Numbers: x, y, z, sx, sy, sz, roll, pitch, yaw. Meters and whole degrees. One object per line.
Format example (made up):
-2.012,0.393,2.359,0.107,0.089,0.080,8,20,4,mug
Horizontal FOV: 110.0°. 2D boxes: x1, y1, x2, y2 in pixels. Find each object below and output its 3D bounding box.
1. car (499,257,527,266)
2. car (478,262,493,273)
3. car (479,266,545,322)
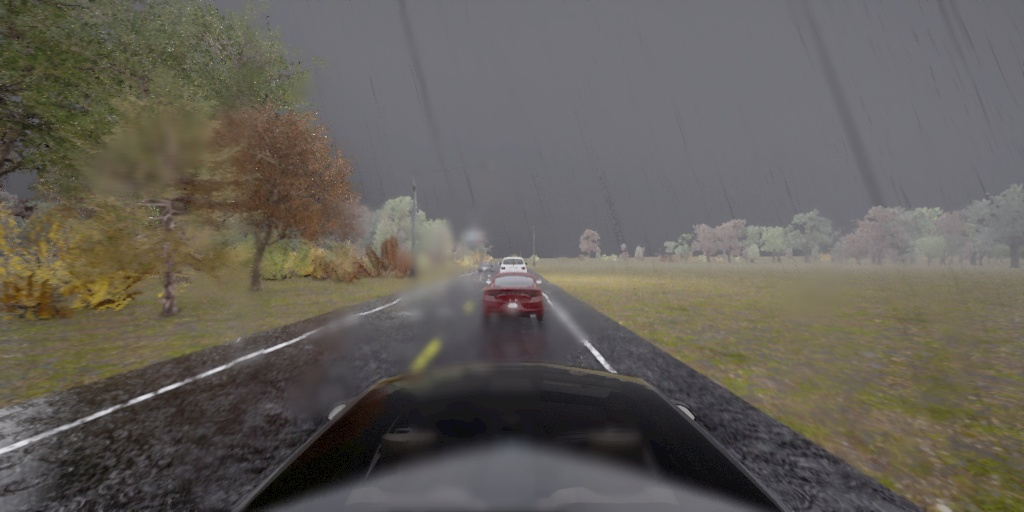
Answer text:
0.107,1.150,30.876,2.150,2.045,5.566,0,0,0,car
-3.551,1.533,48.880,2.128,1.511,4.902,0,0,0,car
0.075,1.296,12.742,1.882,1.535,5.008,0,0,0,car
